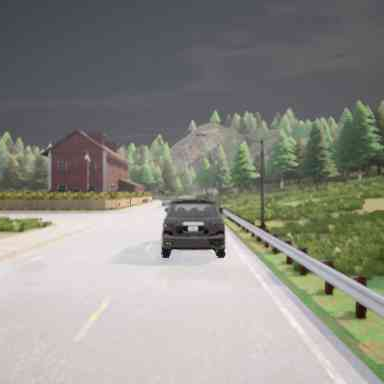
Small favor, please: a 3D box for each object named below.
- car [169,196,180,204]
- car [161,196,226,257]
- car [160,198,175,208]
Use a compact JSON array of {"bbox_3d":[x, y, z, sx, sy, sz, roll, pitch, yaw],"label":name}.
[{"bbox_3d":[-3.508,1.549,66.233,1.837,1.490,4.892,0,1,0],"label":"car"},{"bbox_3d":[0.063,1.218,12.992,2.150,2.045,5.566,0,0,0],"label":"car"},{"bbox_3d":[-3.581,1.579,50.111,1.895,1.301,4.718,0,0,0],"label":"car"}]
